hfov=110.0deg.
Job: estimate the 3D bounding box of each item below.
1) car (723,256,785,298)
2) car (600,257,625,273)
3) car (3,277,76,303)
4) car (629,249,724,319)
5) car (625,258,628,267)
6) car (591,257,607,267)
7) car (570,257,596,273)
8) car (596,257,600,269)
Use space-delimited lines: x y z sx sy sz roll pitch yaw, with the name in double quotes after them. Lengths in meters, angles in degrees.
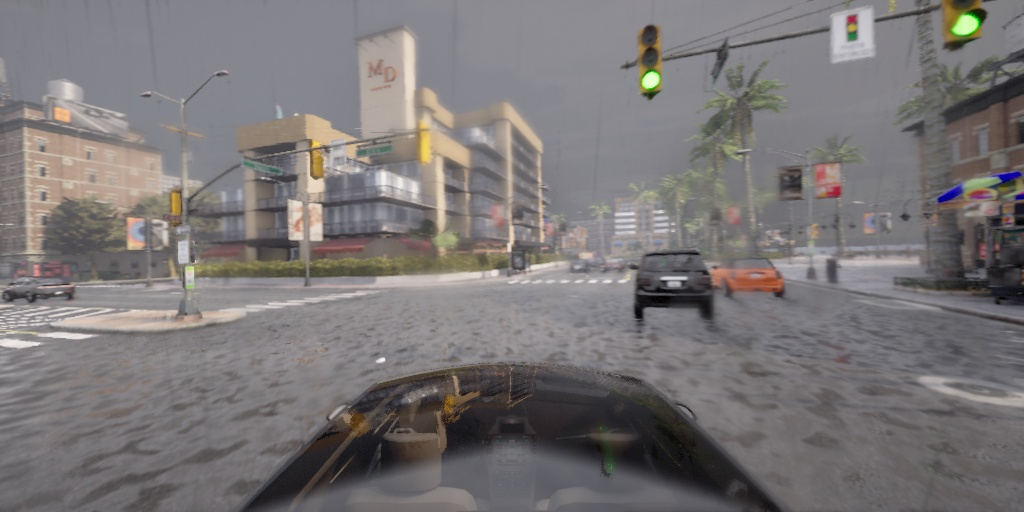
10.448 0.804 16.332 2.097 1.767 4.553 -2 0 20 "car"
11.054 0.997 39.288 1.812 1.442 4.674 -2 0 20 "car"
-31.425 2.247 23.838 4.902 1.511 2.128 -2 0 19 "car"
5.274 0.826 12.211 2.150 2.045 5.566 -2 0 19 "car"
14.021 0.920 47.667 1.812 1.442 4.674 -2 0 20 "car"
14.375 0.894 59.155 2.128 1.511 4.902 -2 0 20 "car"
7.770 1.066 40.499 2.128 1.511 4.902 -2 0 20 "car"
10.913 1.040 49.369 2.033 1.411 5.357 -2 0 20 "car"
